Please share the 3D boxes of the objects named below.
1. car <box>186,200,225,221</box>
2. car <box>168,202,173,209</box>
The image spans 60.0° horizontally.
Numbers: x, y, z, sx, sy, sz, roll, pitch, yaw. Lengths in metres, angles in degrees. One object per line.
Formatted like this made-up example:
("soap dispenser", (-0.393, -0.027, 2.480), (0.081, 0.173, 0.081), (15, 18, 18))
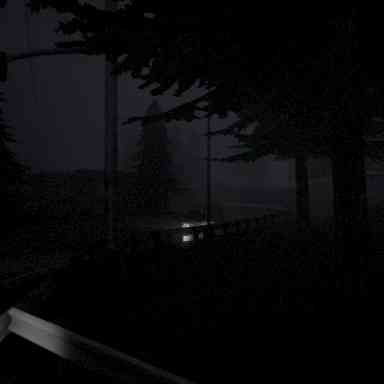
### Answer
("car", (1.210, 1.454, 27.291), (1.882, 1.535, 5.008), (1, 0, 25))
("car", (-4.762, 1.489, 44.243), (4.892, 1.490, 1.837), (-1, 0, 37))
